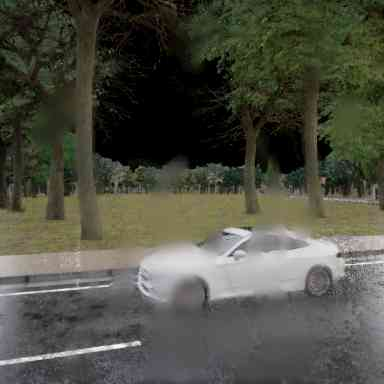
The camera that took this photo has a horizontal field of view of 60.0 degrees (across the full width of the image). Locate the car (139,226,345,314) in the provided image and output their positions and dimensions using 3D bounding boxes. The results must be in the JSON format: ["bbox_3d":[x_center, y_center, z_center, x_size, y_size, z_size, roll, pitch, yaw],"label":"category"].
[{"bbox_3d":[1.171,1.526,7.419,4.674,1.442,1.812,0,0,-19],"label":"car"}]

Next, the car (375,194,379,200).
[{"bbox_3d":[45.225,1.253,80.036,1.994,1.385,4.181,0,0,5],"label":"car"}]
